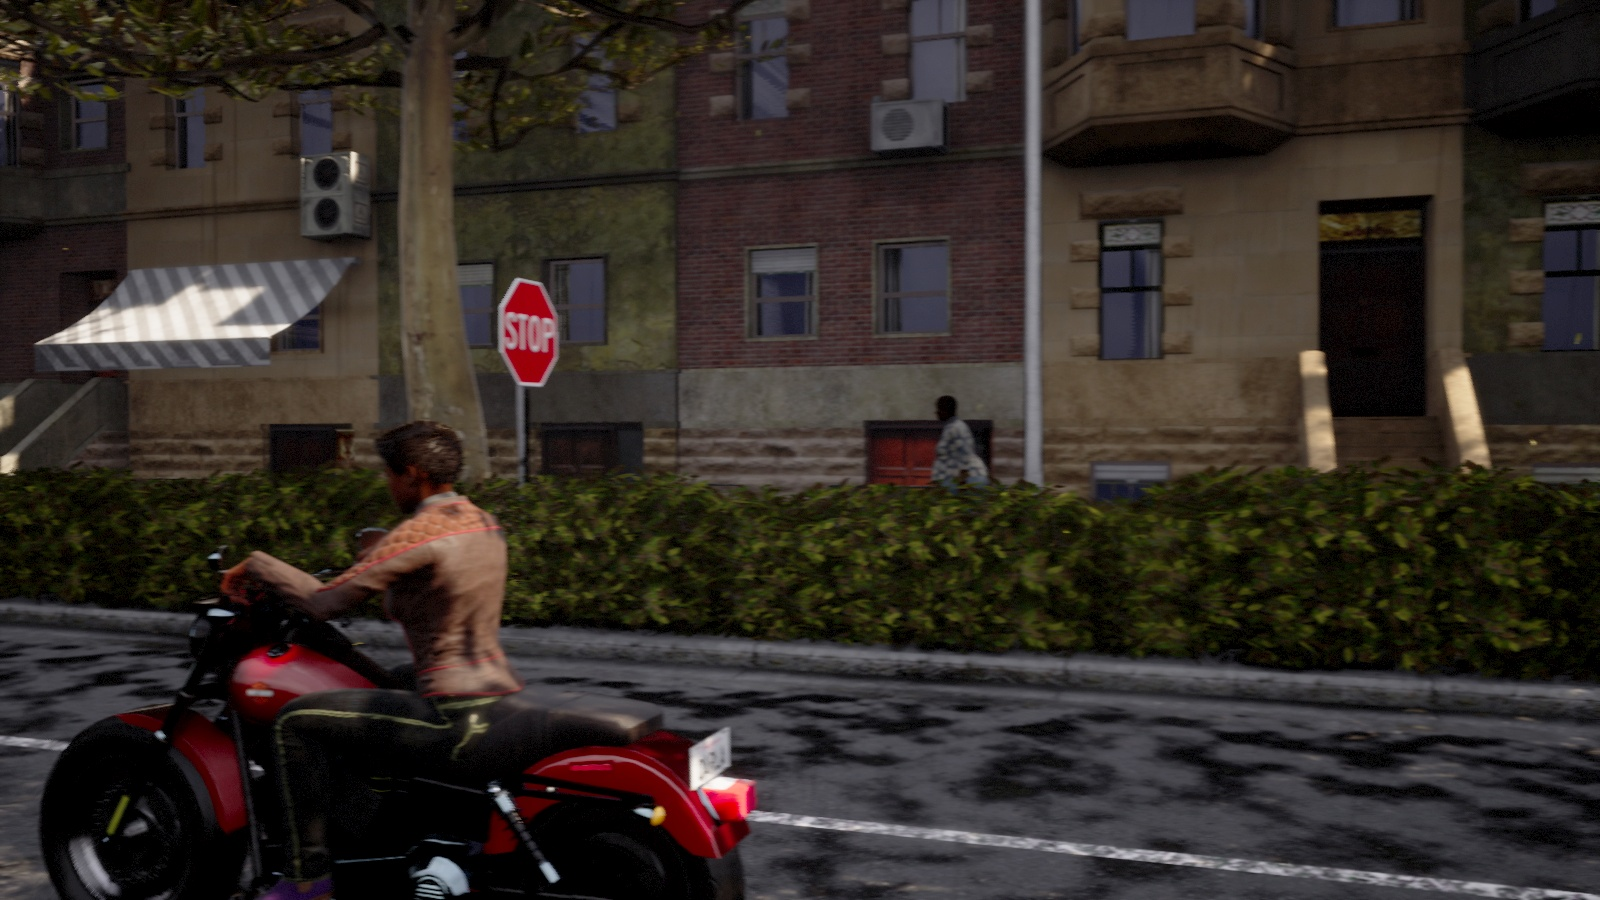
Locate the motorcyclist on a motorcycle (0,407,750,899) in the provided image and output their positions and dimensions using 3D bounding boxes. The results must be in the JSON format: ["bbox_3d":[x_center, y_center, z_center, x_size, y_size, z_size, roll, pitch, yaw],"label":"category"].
[{"bbox_3d":[-1.382,0.713,3.657,2.350,1.649,0.766,0,1,19],"label":"motorcyclist on a motorcycle"}]

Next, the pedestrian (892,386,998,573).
[{"bbox_3d":[1.516,0.280,13.035,0.900,1.855,0.874,1,1,21],"label":"pedestrian"}]
